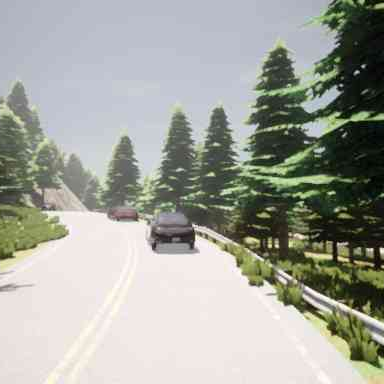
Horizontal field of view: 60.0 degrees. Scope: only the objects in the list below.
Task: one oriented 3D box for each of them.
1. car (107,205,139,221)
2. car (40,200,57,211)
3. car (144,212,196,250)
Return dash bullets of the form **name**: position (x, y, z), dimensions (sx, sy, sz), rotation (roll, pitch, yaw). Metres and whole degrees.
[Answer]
- **car**: position (-6.277, 1.843, 29.933), dimensions (1.994, 1.385, 4.181), rotation (3, -1, -28)
- **car**: position (-19.751, 1.913, 45.784), dimensions (2.128, 1.511, 4.902), rotation (2, -4, -22)
- **car**: position (-1.098, 1.665, 15.354), dimensions (2.128, 1.511, 4.902), rotation (1, -1, -11)
